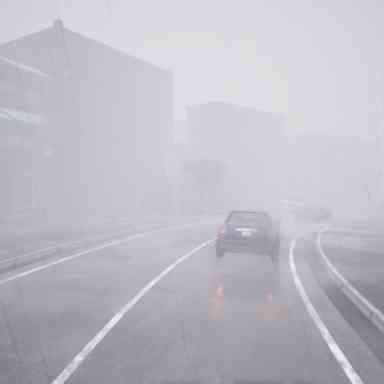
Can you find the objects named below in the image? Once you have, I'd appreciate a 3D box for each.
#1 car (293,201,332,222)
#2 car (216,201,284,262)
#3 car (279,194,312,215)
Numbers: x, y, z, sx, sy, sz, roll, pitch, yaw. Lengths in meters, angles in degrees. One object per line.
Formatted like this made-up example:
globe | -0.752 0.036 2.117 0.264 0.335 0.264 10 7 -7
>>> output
car | 10.879 1.766 29.208 1.994 1.385 4.181 4 2 38
car | 2.316 1.376 12.725 2.097 1.767 4.553 2 0 15
car | 10.596 1.258 34.523 2.150 2.045 5.566 4 2 43
